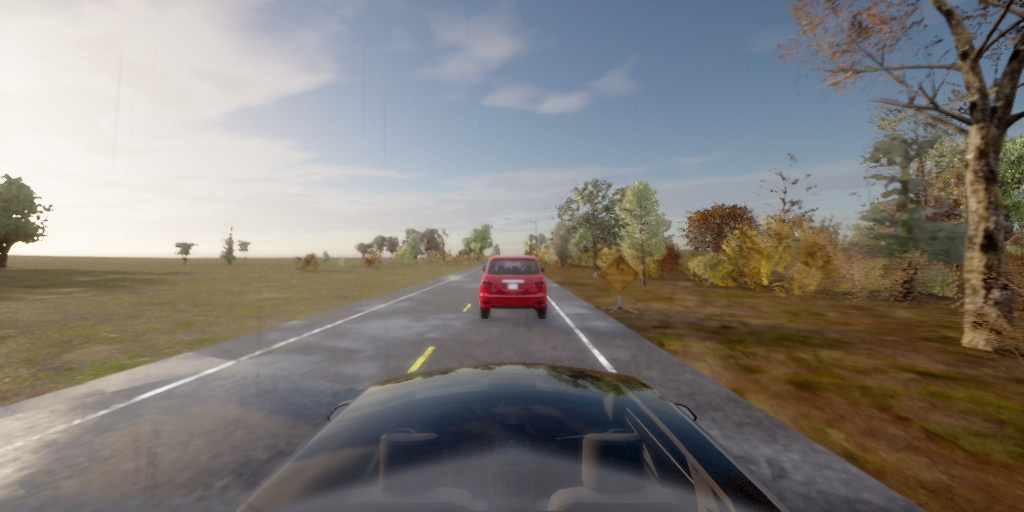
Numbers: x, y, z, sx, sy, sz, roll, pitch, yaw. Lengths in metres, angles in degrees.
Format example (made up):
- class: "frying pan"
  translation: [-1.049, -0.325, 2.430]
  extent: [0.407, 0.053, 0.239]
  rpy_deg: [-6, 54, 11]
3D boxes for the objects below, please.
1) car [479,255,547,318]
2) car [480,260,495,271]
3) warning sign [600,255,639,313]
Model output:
- class: "car"
  translation: [0.067, 0.993, 13.246]
  extent: [2.150, 2.045, 5.566]
  rpy_deg: [0, 0, 1]
- class: "car"
  translation: [-3.572, 1.373, 52.986]
  extent: [1.994, 1.385, 4.181]
  rpy_deg: [0, 0, 0]
- class: "warning sign"
  translation: [3.551, 0.883, 11.839]
  extent: [1.300, 1.860, 1.060]
  rpy_deg: [0, 0, 0]
